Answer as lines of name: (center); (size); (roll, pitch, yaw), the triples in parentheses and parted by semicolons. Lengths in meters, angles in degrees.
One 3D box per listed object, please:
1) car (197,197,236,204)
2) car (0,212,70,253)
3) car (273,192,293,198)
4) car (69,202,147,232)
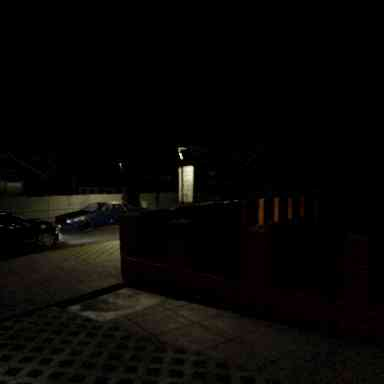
car: (2.088, 1.089, 25.971); (1.895, 1.301, 4.718); (1, 2, 44)
car: (-6.558, 1.395, 10.872); (1.837, 1.490, 4.892); (-4, 0, 20)
car: (9.547, 0.764, 33.269); (5.008, 1.535, 1.882); (-1, 2, -42)
car: (-4.794, 1.249, 18.301); (2.033, 1.411, 5.357); (1, 2, 41)
